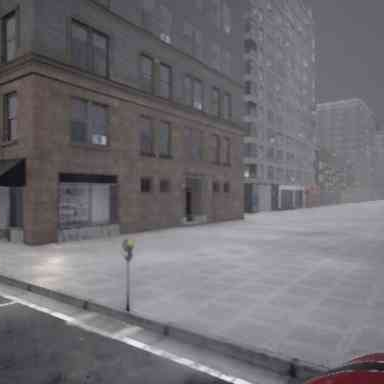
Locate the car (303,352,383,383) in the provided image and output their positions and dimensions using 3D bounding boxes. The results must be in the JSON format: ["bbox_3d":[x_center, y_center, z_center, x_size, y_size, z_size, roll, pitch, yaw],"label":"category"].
[{"bbox_3d":[2.232,1.441,1.218,4.097,1.590,1.967,0,0,36],"label":"car"}]
